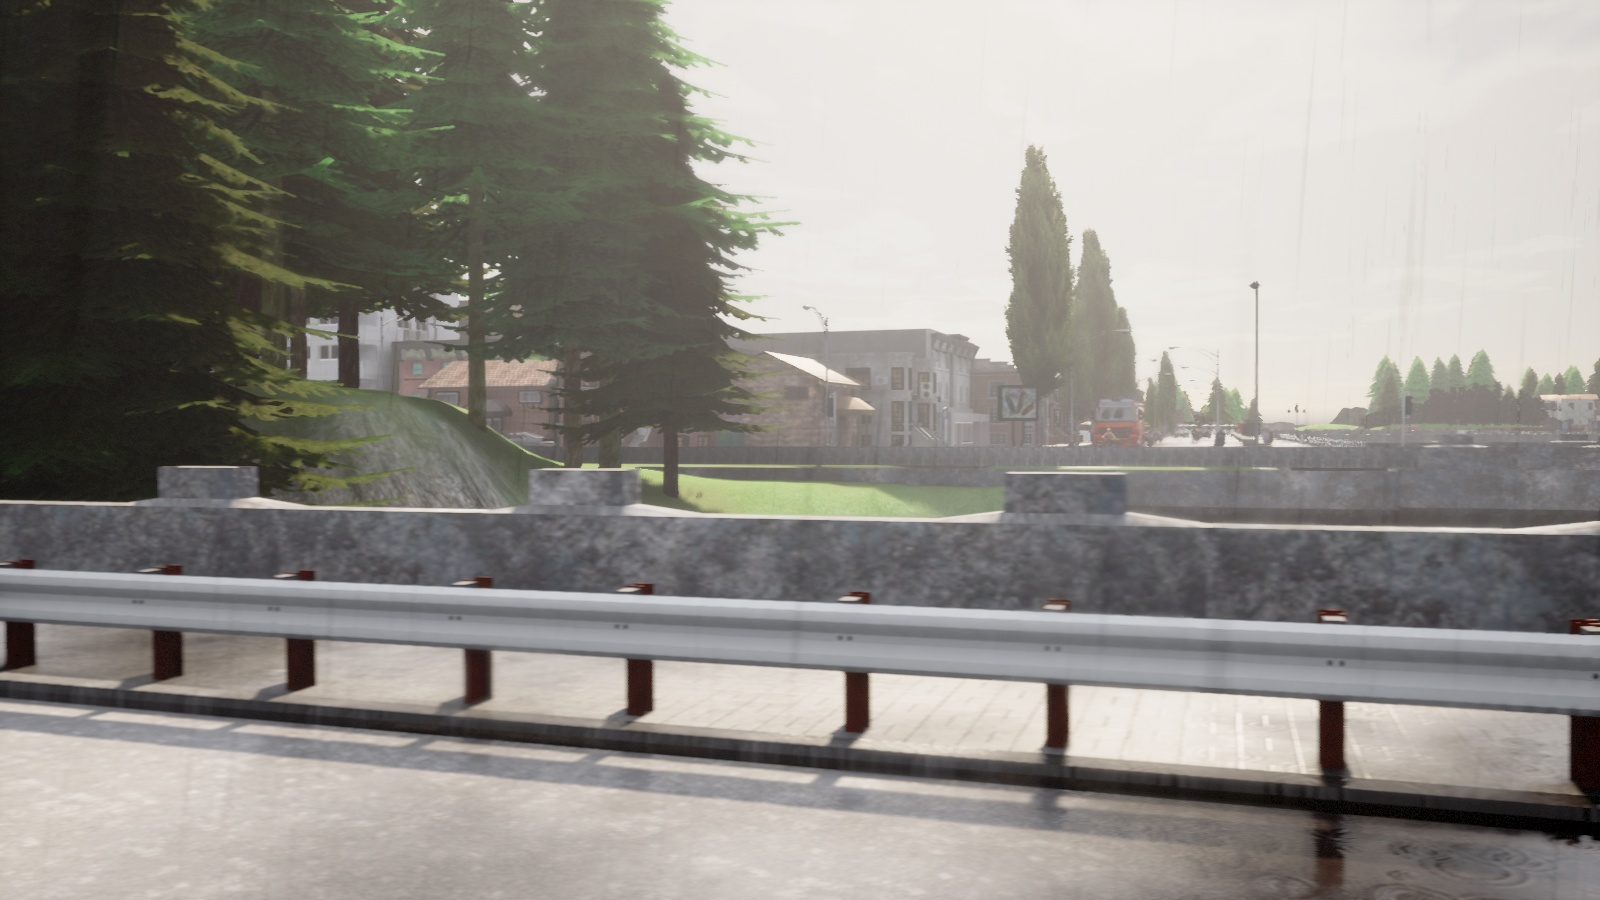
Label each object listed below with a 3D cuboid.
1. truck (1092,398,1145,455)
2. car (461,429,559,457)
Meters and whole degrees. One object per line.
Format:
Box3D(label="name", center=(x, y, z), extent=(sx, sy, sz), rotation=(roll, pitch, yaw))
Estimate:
Box3D(label="truck", center=(22.393, -1.666, 88.030), extent=(2.891, 3.827, 8.468), rotation=(1, 1, 19))
Box3D(label="car", center=(-16.118, -0.397, 69.879), extent=(4.902, 1.511, 2.128), rotation=(1, 1, 19))
